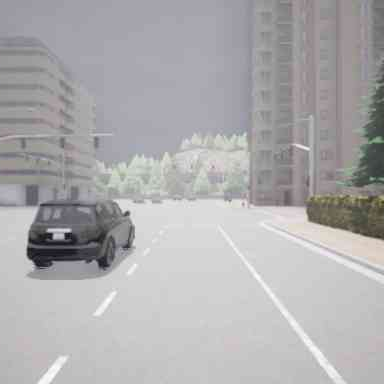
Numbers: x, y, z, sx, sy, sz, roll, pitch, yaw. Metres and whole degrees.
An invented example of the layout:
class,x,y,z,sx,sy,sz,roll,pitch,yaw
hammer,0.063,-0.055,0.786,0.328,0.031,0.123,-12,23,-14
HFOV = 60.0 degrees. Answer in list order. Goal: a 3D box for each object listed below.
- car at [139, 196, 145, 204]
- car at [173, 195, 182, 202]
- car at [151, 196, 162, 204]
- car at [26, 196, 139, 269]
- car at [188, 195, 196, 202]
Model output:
class,x,y,z,sx,sy,sz,roll,pitch,yaw
car,-10.496,1.648,65.856,1.837,1.490,4.892,0,0,0
car,-3.489,1.542,79.829,1.812,1.442,4.674,0,0,0
car,-6.998,1.649,65.916,1.837,1.490,4.892,0,0,0
car,-3.468,1.249,11.402,2.150,2.045,5.566,0,0,1
car,0.011,1.543,79.829,2.128,1.511,4.902,0,0,0
